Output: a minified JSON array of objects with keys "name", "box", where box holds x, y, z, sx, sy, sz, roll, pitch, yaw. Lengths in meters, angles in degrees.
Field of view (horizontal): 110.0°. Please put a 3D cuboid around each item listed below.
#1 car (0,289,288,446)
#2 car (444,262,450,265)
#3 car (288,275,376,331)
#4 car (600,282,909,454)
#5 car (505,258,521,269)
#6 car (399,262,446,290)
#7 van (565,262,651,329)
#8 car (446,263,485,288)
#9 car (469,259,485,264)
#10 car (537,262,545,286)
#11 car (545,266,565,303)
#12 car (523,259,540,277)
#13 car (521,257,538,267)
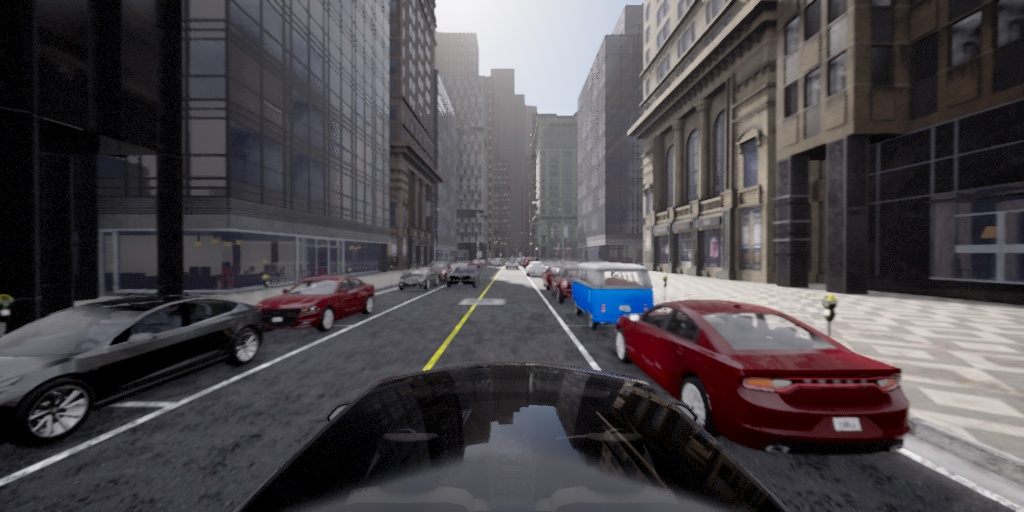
[{"name":"car","box":[-5.670,1.314,5.277,1.948,1.339,4.313,0,0,0]},{"name":"car","box":[-5.674,1.181,27.872,1.967,1.591,4.097,0,0,0]},{"name":"car","box":[-5.670,1.292,10.925,1.888,1.381,4.507,0,0,0]},{"name":"car","box":[2.856,1.294,5.283,1.888,1.381,4.507,0,0,0]},{"name":"car","box":[-0.008,1.334,53.700,1.895,1.301,4.718,0,0,0]},{"name":"car","box":[-5.673,1.293,22.223,2.007,1.370,4.403,0,0,0]},{"name":"van","box":[2.854,1.087,10.931,1.690,1.789,3.998,0,0,0]},{"name":"car","box":[-3.103,1.343,23.741,1.895,1.301,4.718,0,0,0]},{"name":"car","box":[-5.679,1.277,56.117,1.888,1.381,4.507,0,0,0]},{"name":"car","box":[2.852,1.288,22.229,1.888,1.381,4.507,0,0,0]},{"name":"car","box":[2.854,1.184,16.580,1.967,1.591,4.097,0,0,0]},{"name":"car","box":[2.344,1.264,35.752,1.812,1.442,4.674,0,0,0]},{"name":"car","box":[2.847,1.049,50.472,2.192,1.841,5.009,0,0,0]}]
